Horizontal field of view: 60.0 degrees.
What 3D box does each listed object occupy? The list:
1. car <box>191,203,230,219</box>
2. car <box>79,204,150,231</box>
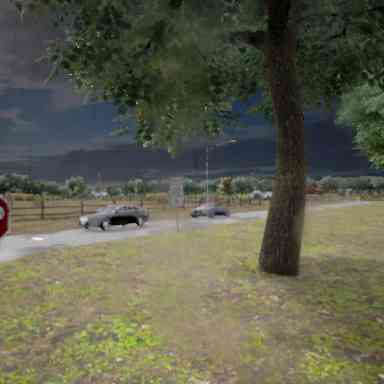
[{"bbox_3d":[1.689,1.641,29.870,1.994,1.385,4.181,-2,-1,36],"label":"car"},{"bbox_3d":[-4.792,1.536,21.048,2.128,1.511,4.902,-2,-1,36],"label":"car"}]
